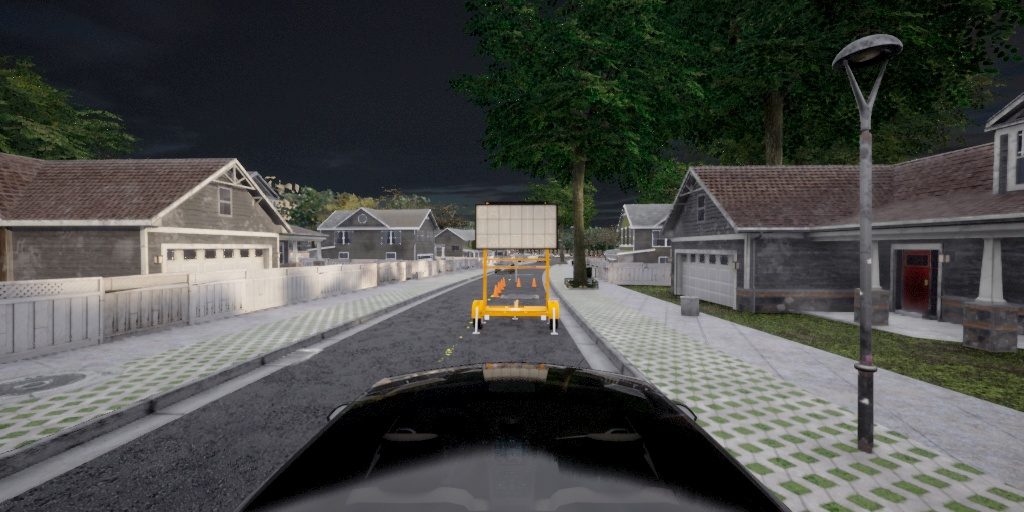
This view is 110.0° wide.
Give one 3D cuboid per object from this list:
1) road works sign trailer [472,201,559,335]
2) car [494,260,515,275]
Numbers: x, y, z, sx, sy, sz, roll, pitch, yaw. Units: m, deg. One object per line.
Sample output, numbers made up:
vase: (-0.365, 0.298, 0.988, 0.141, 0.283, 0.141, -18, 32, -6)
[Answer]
road works sign trailer: (0.128, 0.213, 10.555, 2.380, 3.560, 2.880, 0, 0, 2)
car: (-0.786, 1.225, 39.674, 2.128, 1.511, 4.902, 0, 0, 6)
